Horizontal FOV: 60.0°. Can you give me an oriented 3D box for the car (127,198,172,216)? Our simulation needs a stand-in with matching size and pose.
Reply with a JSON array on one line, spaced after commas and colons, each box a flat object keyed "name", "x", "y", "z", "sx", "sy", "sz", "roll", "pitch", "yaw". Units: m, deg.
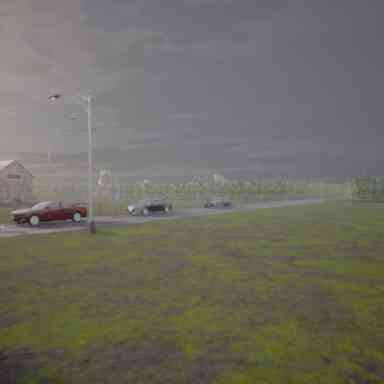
[{"name": "car", "x": -3.830, "y": 1.273, "z": 30.516, "sx": 2.128, "sy": 1.511, "sz": 4.902, "roll": 0, "pitch": 0, "yaw": 36}]

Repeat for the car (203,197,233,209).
[{"name": "car", "x": 3.160, "y": 1.241, "z": 39.925, "sx": 1.994, "sy": 1.385, "sz": 4.181, "roll": 0, "pitch": 0, "yaw": 38}]

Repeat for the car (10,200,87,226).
[{"name": "car", "x": -9.635, "y": 1.347, "z": 22.674, "sx": 1.882, "sy": 1.535, "sz": 5.008, "roll": 0, "pitch": 0, "yaw": 36}]
